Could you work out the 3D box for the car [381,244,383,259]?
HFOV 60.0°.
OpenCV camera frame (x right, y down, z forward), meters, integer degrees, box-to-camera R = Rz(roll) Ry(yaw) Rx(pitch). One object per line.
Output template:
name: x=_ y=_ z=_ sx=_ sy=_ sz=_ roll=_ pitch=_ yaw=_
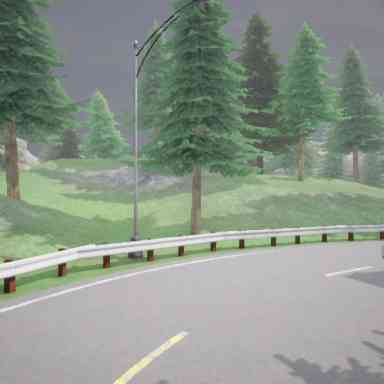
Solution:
car: x=7.630 y=1.621 z=9.067 sx=4.718 sy=1.301 sz=1.895 roll=0 pitch=0 yaw=-21
